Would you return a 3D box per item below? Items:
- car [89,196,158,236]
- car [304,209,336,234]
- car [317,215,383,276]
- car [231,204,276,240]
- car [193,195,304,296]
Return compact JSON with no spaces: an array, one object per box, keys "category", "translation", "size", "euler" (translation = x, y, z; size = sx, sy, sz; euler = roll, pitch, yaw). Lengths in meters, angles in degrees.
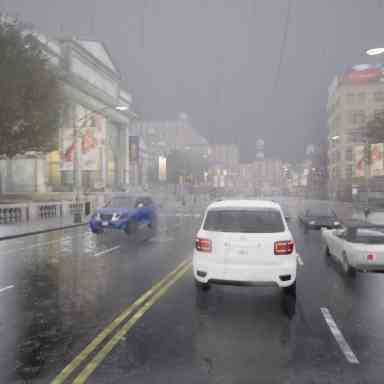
[{"category":"car","translation":[-3.681,1.225,19.091],"size":[2.150,2.045,5.566],"euler":[0,0,13]},{"category":"car","translation":[7.204,1.601,19.089],"size":[1.895,1.301,4.718],"euler":[0,0,12]},{"category":"car","translation":[5.296,1.601,10.112],"size":[1.895,1.301,4.718],"euler":[0,0,11]},{"category":"car","translation":[3.436,1.492,18.269],"size":[2.128,1.511,4.902],"euler":[0,0,12]},{"category":"car","translation":[1.469,1.221,8.964],"size":[2.150,2.045,5.566],"euler":[0,0,11]}]
